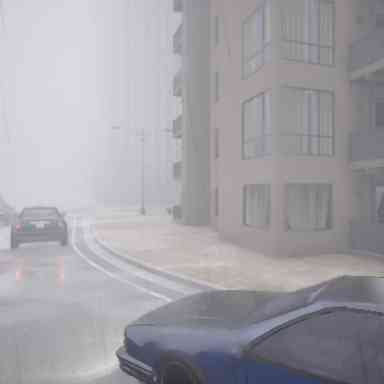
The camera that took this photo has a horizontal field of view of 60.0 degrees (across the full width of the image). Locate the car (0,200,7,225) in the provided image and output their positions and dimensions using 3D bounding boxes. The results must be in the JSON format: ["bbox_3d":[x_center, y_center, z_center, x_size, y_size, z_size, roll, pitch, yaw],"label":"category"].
[{"bbox_3d":[-13.609,1.500,23.339,1.812,1.442,4.674,0,0,-20],"label":"car"}]

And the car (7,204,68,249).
[{"bbox_3d":[-6.789,1.339,14.929,2.097,1.767,4.553,0,0,-24],"label":"car"}]

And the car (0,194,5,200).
[{"bbox_3d":[-22.656,1.188,36.419,5.566,2.045,2.150,0,0,33],"label":"car"}]

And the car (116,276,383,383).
[{"bbox_3d":[1.747,1.547,2.920,5.357,1.411,2.033,0,0,36],"label":"car"}]
